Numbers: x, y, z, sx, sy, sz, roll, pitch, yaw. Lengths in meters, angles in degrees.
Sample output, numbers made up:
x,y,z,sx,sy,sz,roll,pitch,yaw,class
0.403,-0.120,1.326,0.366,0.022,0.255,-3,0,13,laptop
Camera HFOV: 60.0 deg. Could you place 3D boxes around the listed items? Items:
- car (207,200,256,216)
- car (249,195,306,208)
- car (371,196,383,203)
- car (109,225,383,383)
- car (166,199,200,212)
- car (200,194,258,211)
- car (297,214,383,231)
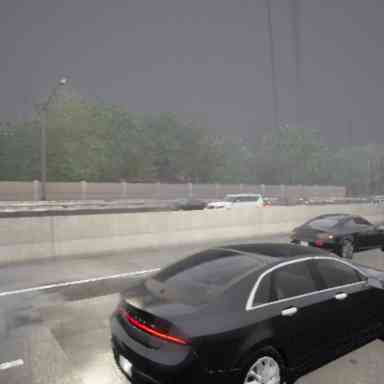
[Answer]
x,y,z,sx,sy,sz,roll,pitch,yaw,class
3.914,1.506,32.573,4.674,1.442,1.812,0,0,-35,car
7.095,1.329,26.248,4.553,1.767,2.097,0,0,-35,car
32.930,1.465,57.528,4.892,1.490,1.837,0,0,-35,car
1.295,1.501,4.792,4.892,1.490,1.837,0,0,-35,car
-0.293,1.461,33.875,5.008,1.535,1.882,0,0,-35,car
3.755,1.203,28.169,5.566,2.045,2.150,0,0,-35,car
5.497,1.511,12.090,4.674,1.442,1.812,0,0,-36,car
